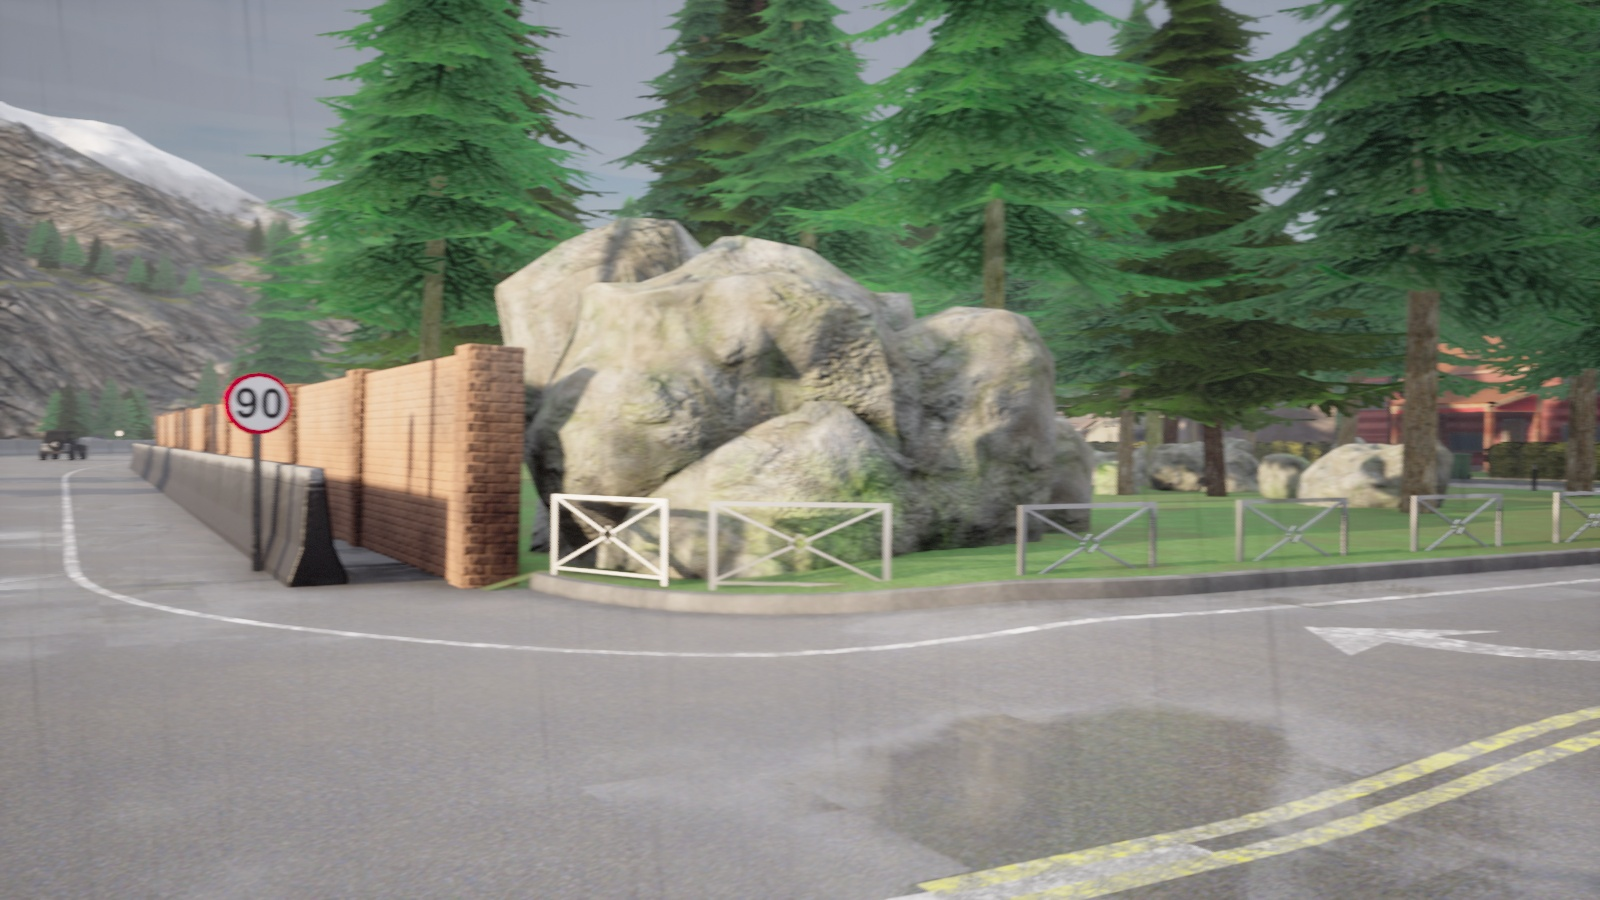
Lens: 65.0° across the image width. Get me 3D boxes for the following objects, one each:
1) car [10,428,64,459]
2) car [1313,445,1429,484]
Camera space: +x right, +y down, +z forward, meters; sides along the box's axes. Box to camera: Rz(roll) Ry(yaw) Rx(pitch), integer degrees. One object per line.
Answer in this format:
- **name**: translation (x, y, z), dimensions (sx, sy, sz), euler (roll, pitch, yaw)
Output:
- **car**: translation (-46.569, -0.395, 76.718), dimensions (1.905, 1.878, 3.866), euler (0, 0, -16)
- **car**: translation (22.952, 0.560, 50.611), dimensions (1.970, 1.475, 3.806), euler (0, 0, -30)
